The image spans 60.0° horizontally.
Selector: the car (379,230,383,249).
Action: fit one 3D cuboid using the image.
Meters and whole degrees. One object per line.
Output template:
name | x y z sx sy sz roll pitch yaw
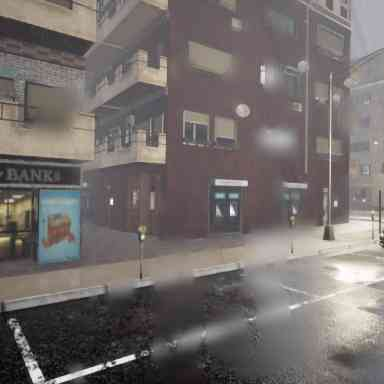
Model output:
car | 9.077 1.554 13.107 4.403 1.369 2.008 0 1 -35
